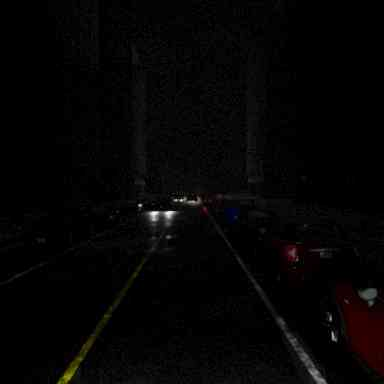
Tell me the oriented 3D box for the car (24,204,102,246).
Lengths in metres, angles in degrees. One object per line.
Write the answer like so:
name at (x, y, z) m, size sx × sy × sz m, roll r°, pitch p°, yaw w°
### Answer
car at (-5.667, 1.441, 14.683) m, size 1.947 × 1.339 × 4.313 m, roll 0°, pitch 0°, yaw 0°

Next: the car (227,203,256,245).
car at (2.858, 1.419, 14.685) m, size 1.887 × 1.381 × 4.507 m, roll 0°, pitch 0°, yaw 0°

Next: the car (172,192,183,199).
car at (-2.973, 0.836, 76.236) m, size 2.033 × 1.411 × 5.357 m, roll 0°, pitch 1°, yaw 0°

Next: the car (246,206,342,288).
car at (2.855, 1.362, 9.035) m, size 1.967 × 1.590 × 4.097 m, roll 0°, pitch 0°, yaw 0°

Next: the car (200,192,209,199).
car at (2.879, 0.786, 76.817) m, size 1.967 × 1.590 × 4.097 m, roll 0°, pitch 1°, yaw 0°

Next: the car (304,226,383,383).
car at (2.853, 1.410, 3.387) m, size 1.967 × 1.590 × 4.097 m, roll 0°, pitch 0°, yaw 0°

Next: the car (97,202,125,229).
car at (-5.665, 1.372, 20.332) m, size 1.887 × 1.381 × 4.507 m, roll 0°, pitch 0°, yaw 0°

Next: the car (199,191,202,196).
car at (2.872, 0.811, 59.870) m, size 2.192 × 1.841 × 5.009 m, roll 0°, pitch 0°, yaw 0°

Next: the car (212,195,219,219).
car at (2.861, 1.219, 25.981) m, size 1.967 × 1.590 × 4.097 m, roll 0°, pitch 0°, yaw 0°

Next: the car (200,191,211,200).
car at (2.877, 0.712, 71.167) m, size 2.192 × 1.841 × 5.009 m, roll 0°, pitch 1°, yaw 0°

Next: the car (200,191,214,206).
car at (2.366, 1.074, 45.342) m, size 1.801 × 1.575 × 5.366 m, roll 0°, pitch 0°, yaw 0°

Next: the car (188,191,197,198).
car at (0.028, 0.540, 78.820) m, size 2.097 × 1.767 × 4.553 m, roll 0°, pitch 1°, yaw 0°

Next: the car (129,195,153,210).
car at (-5.660, 1.125, 37.277) m, size 1.967 × 1.590 × 4.097 m, roll 0°, pitch 0°, yaw 0°

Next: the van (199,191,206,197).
van at (2.886, 0.525, 93.762) m, size 1.690 × 1.788 × 3.998 m, roll 0°, pitch 1°, yaw 0°

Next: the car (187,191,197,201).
car at (0.023, 1.027, 63.741) m, size 1.994 × 1.385 × 4.181 m, roll 0°, pitch 0°, yaw 0°

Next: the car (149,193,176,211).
car at (-3.082, 1.203, 35.584) m, size 1.837 × 1.490 × 4.892 m, roll 0°, pitch 1°, yaw 0°

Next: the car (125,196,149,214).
car at (-5.661, 1.283, 31.629) m, size 2.008 × 1.369 × 4.403 m, roll 0°, pitch 0°, yaw 0°

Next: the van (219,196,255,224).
van at (2.858, 1.168, 20.331) m, size 1.690 × 1.788 × 3.998 m, roll 0°, pitch 0°, yaw 0°

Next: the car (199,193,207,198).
car at (2.885, 0.821, 88.115) m, size 1.802 × 1.307 × 4.206 m, roll 0°, pitch 1°, yaw 0°

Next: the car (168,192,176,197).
car at (-5.639, 0.750, 93.766) m, size 1.947 × 1.339 × 4.313 m, roll 0°, pitch 1°, yaw 0°

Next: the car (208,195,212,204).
car at (2.863, 1.276, 31.630) m, size 1.887 × 1.381 × 4.507 m, roll 0°, pitch 0°, yaw 0°
